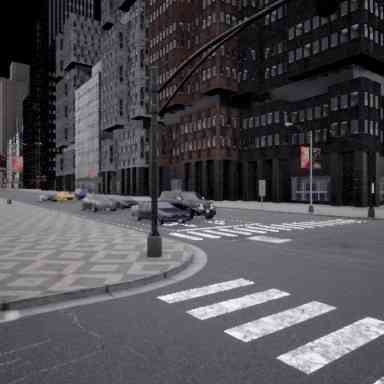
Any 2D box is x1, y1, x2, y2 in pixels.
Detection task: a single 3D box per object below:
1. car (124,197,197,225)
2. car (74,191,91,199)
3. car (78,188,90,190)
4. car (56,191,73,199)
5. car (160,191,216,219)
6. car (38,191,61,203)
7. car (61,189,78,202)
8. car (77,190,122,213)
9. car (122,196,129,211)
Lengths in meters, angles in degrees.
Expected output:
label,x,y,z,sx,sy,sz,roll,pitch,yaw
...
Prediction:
label,x,y,z,sx,sy,sz,roll,pitch,yaw
car,-2.256,1.302,22.150,2.033,1.411,5.357,0,1,-36
car,-21.928,0.563,66.374,1.812,1.442,4.674,0,1,-36
car,-18.784,0.418,56.475,2.150,2.045,5.566,0,1,-36
car,-24.997,0.532,65.071,1.837,1.490,4.892,0,1,-36
car,-0.525,0.950,25.289,2.150,2.045,5.566,0,1,-36
car,-20.972,0.853,48.166,1.994,1.385,4.181,0,1,-35
car,-19.704,0.726,51.999,1.882,1.535,5.008,0,1,-35
car,-8.702,0.953,31.075,2.097,1.767,4.553,0,1,-36
car,-7.184,1.114,34.520,2.033,1.411,5.357,0,1,-36
